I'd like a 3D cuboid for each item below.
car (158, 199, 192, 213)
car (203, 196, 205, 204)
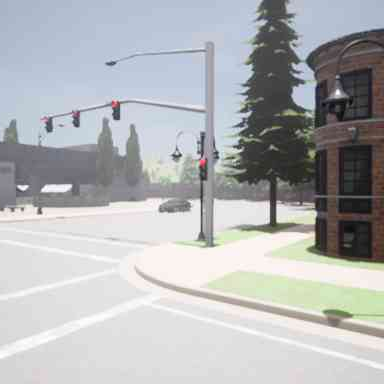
[{"bbox_3d":[-1.779,1.520,35.979,1.837,1.490,4.892,2,2,29],"label":"car"},{"bbox_3d":[2.801,1.463,60.781,1.812,1.442,4.674,1,0,-7],"label":"car"}]
